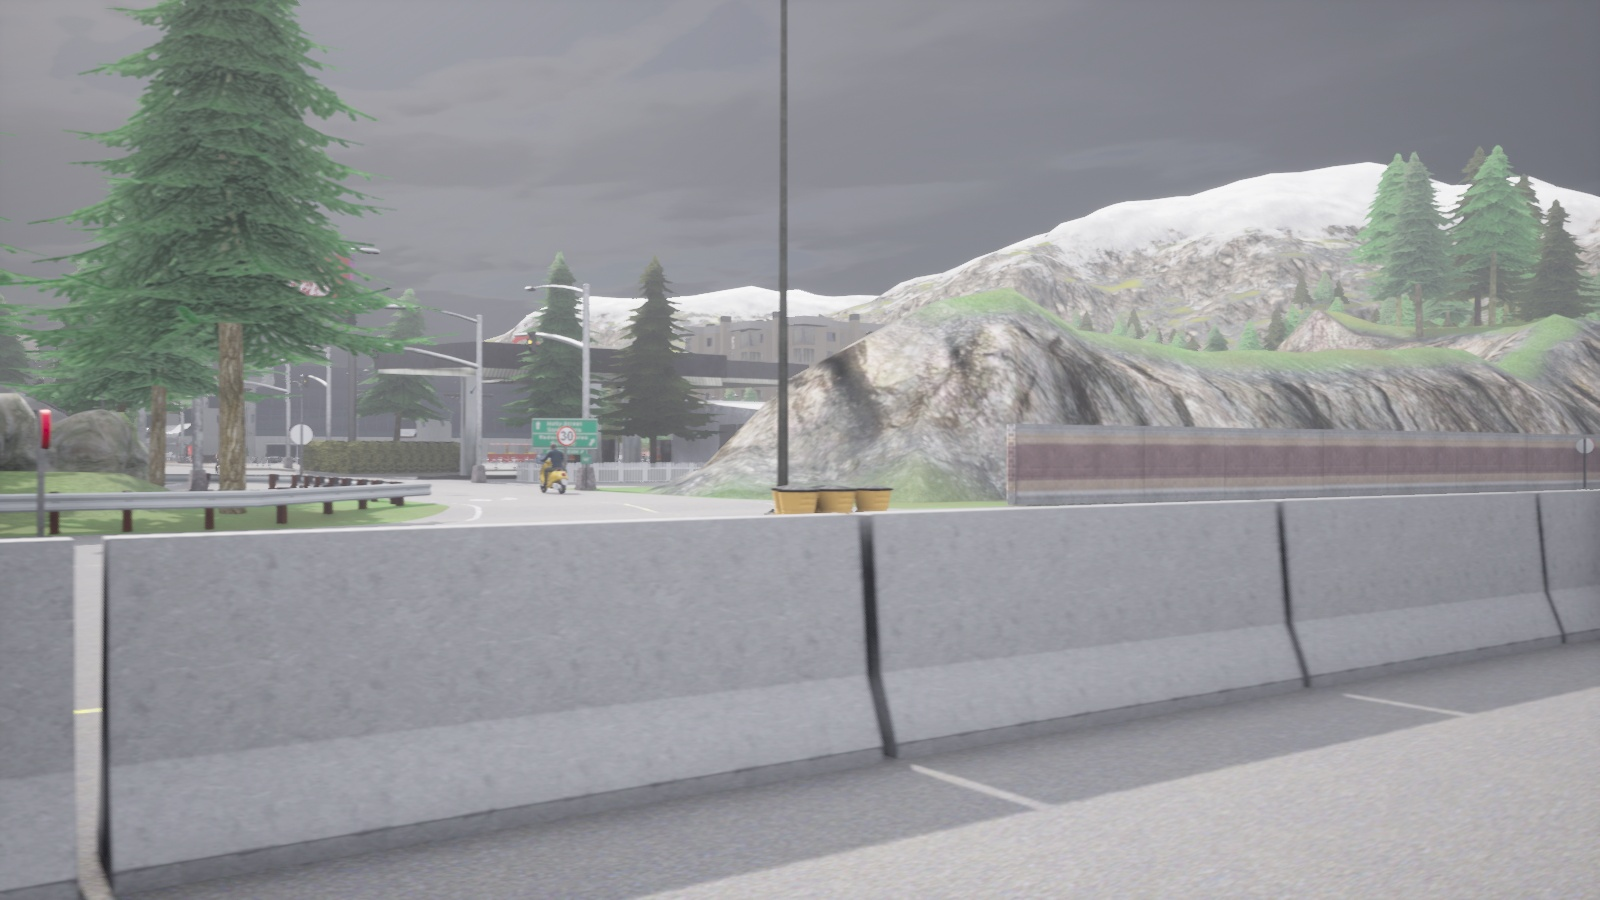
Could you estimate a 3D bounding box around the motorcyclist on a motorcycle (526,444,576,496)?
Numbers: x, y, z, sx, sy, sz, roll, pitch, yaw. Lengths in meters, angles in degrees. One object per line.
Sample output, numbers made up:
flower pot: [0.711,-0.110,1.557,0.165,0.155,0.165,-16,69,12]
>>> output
motorcyclist on a motorcycle: [-7.837,0.616,39.508,0.866,1.590,1.817,0,0,-36]
